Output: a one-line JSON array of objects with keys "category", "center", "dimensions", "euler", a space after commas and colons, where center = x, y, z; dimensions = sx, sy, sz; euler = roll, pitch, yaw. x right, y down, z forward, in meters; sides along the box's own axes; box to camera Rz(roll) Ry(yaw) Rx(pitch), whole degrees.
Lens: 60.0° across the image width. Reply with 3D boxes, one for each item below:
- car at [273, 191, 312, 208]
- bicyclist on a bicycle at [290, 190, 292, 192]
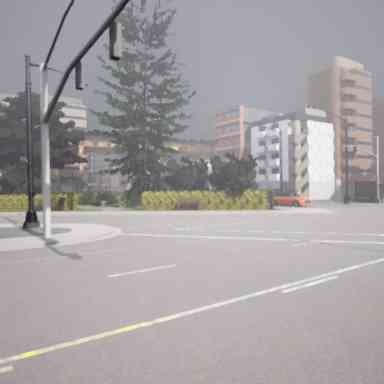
[{"category": "car", "center": [11.376, 0.801, 38.044], "dimensions": [2.097, 1.767, 4.553], "euler": [-2, 1, -35]}, {"category": "bicyclist on a bicycle", "center": [14.159, 0.586, 47.161], "dimensions": [1.656, 1.620, 0.582], "euler": [-2, 1, -35]}]
